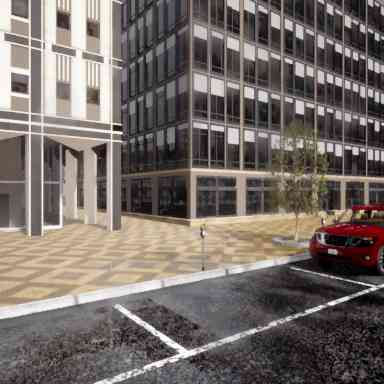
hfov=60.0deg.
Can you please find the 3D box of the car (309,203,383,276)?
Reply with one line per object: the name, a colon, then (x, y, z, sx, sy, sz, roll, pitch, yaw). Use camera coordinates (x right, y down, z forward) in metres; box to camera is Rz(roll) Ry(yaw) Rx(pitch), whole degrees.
car: (5.885, 1.314, 10.588, 5.009, 1.841, 2.192, 0, 0, -36)
